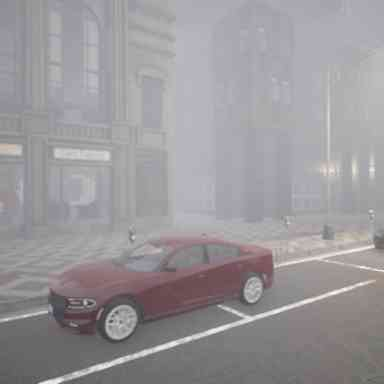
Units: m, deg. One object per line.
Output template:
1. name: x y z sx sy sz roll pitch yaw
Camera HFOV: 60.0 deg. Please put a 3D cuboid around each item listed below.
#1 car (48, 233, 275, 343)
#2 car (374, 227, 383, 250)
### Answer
1. car: -0.336 1.534 6.413 4.507 1.381 1.887 0 0 -36
2. car: 8.839 1.520 12.962 4.313 1.339 1.947 0 0 -36
